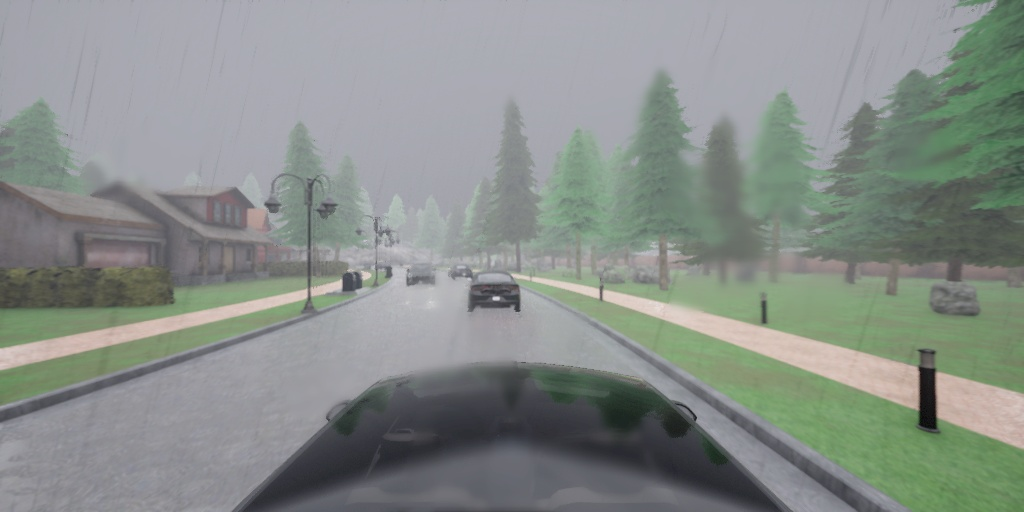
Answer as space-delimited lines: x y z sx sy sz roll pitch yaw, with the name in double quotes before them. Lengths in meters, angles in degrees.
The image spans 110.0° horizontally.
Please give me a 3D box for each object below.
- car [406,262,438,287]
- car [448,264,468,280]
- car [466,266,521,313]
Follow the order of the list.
"car" -6.533 1.283 26.180 2.097 1.767 4.553 0 0 -13
"car" -4.989 1.509 34.792 1.812 1.442 4.674 0 0 -17
"car" -0.814 1.316 14.692 1.882 1.535 5.008 0 0 -6
